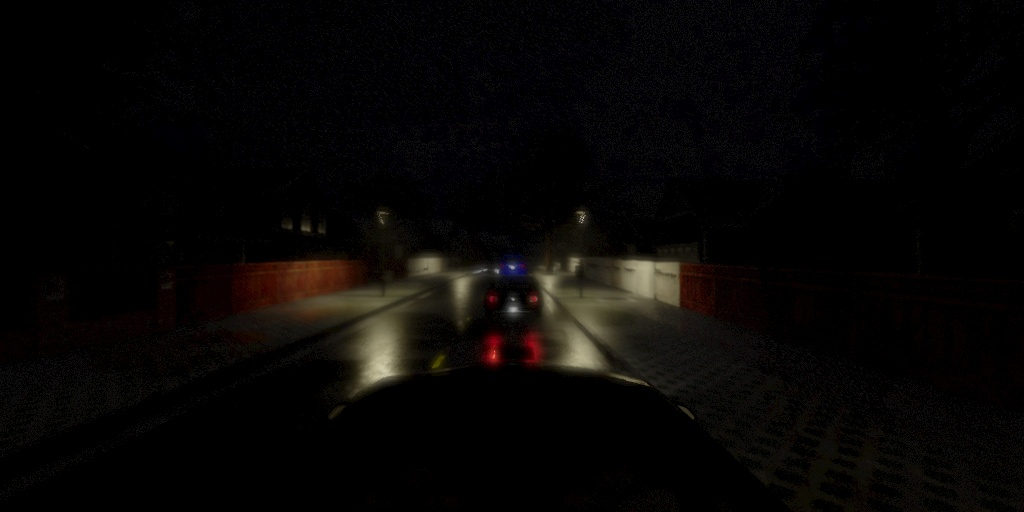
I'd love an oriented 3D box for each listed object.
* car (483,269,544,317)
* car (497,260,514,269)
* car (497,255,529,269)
[{"bbox_3d":[0.061,1.327,13.076,1.895,1.301,4.718,0,0,0],"label":"car"},{"bbox_3d":[-0.963,1.256,53.640,1.895,1.301,4.718,0,0,7],"label":"car"},{"bbox_3d":[0.152,0.918,28.541,2.150,2.045,5.566,0,0,2],"label":"car"}]
